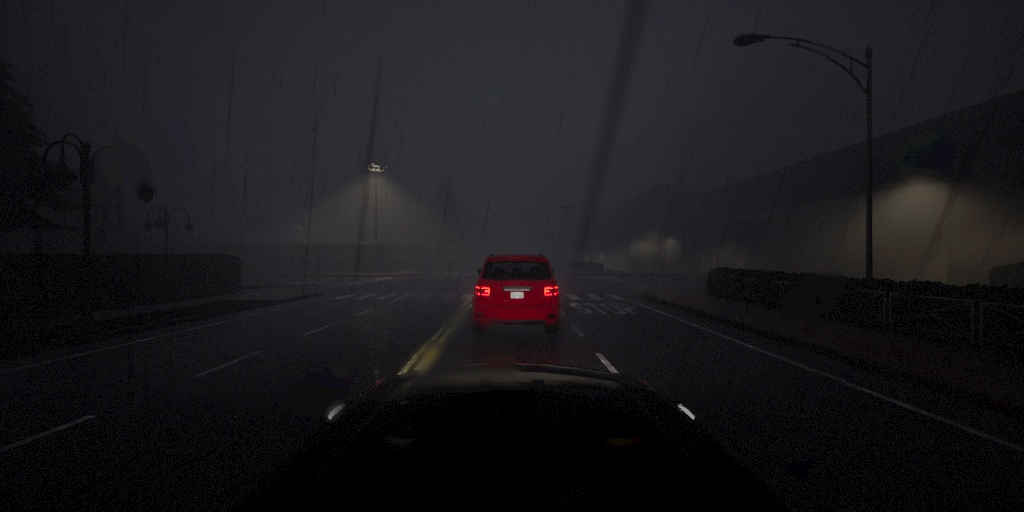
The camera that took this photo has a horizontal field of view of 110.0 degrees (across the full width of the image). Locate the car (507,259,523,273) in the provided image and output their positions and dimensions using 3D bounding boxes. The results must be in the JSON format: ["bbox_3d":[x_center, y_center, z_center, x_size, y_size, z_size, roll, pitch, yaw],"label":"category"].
[{"bbox_3d":[0.353,1.228,45.586,1.882,1.535,5.008,0,0,1],"label":"car"}]

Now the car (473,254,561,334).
[{"bbox_3d":[0.121,0.971,10.734,2.150,2.045,5.566,0,0,0],"label":"car"}]
